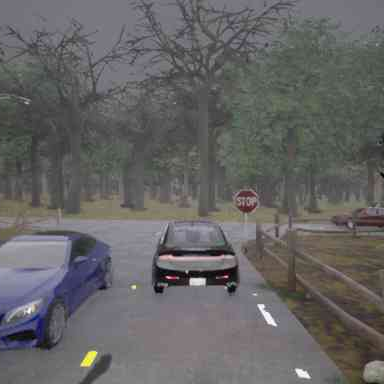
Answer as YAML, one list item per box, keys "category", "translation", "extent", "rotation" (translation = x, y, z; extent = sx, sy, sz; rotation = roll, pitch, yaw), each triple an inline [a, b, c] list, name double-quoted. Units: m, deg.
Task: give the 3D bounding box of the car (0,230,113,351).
- category: "car"
  translation: [-2.830, 1.528, 6.391]
  extent: [1.812, 1.442, 4.674]
  rotation: [0, 0, 1]

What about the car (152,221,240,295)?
- category: "car"
  translation: [0.016, 1.495, 8.758]
  extent: [2.128, 1.511, 4.902]
  rotation: [0, 0, -2]

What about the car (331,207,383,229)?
- category: "car"
  translation: [12.594, 1.818, 23.867]
  extent: [5.008, 1.535, 1.882]
  rotation: [1, 0, -2]
